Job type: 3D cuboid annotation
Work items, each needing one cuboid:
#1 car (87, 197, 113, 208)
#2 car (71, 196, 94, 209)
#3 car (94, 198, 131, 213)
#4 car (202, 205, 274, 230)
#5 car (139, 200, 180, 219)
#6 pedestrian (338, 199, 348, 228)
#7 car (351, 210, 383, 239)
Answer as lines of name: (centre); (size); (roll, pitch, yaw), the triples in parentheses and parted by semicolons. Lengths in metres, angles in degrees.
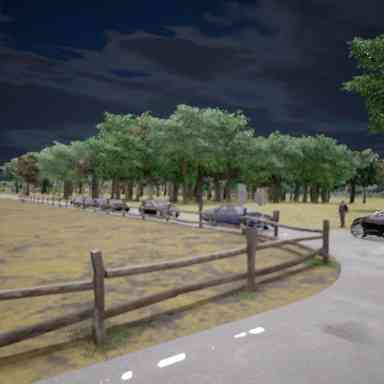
car: (-13.438, 1.556, 48.448); (2.033, 1.411, 5.357); (2, -1, -35)
car: (-14.392, 1.452, 44.852); (1.837, 1.490, 4.892); (2, -1, -35)
car: (-8.604, 1.498, 36.620); (2.033, 1.411, 5.357); (2, -1, -35)
car: (2.786, 1.504, 20.488); (2.033, 1.411, 5.357); (2, -1, -34)
car: (-2.845, 1.446, 28.490); (2.128, 1.511, 4.902); (2, -1, -35)
pedestrian: (9.616, 1.351, 21.244); (0.375, 1.860, 0.375); (2, -1, -35)
car: (9.070, 1.476, 14.638); (2.128, 1.511, 4.902); (2, -1, -8)
